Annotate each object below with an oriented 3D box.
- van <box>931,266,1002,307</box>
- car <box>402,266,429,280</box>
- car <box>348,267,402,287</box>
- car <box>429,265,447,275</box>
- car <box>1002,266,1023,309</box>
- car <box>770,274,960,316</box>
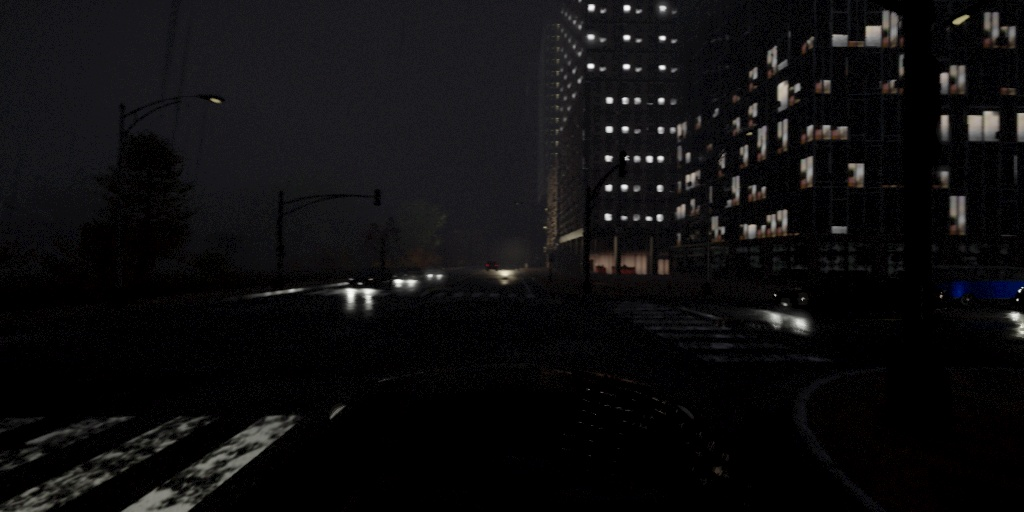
[{"bbox_3d":[21.055,1.342,16.418,3.998,1.789,1.690,0,0,0],"label":"van"},{"bbox_3d":[-10.328,1.694,36.904,1.994,1.385,4.181,1,-1,0],"label":"car"},{"bbox_3d":[-10.302,1.531,26.989,2.033,1.411,5.357,1,-1,0],"label":"car"},{"bbox_3d":[-10.347,1.890,49.918,1.994,1.385,4.181,1,-1,0],"label":"car"},{"bbox_3d":[22.559,1.331,13.706,4.553,1.767,2.097,0,-1,0],"label":"car"},{"bbox_3d":[13.143,1.484,13.760,5.357,1.411,2.033,0,-1,0],"label":"car"}]
